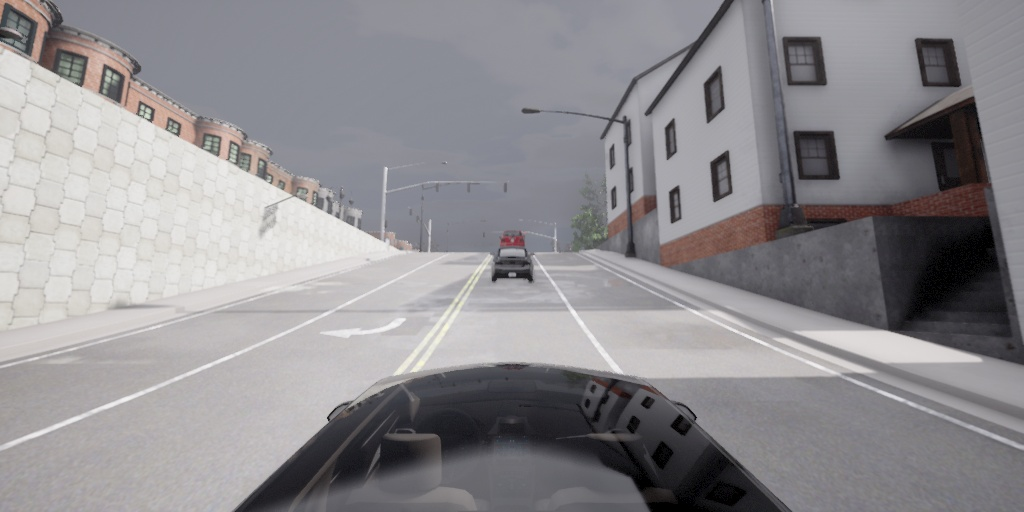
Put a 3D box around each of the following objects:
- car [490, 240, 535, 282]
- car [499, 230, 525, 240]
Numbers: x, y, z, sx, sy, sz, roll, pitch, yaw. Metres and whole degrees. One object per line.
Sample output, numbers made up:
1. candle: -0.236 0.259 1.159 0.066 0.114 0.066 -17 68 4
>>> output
1. car: 0.019 0.272 16.987 1.837 1.490 4.892 0 6 0
2. car: 0.031 -1.273 32.842 2.150 2.045 5.566 0 2 0
